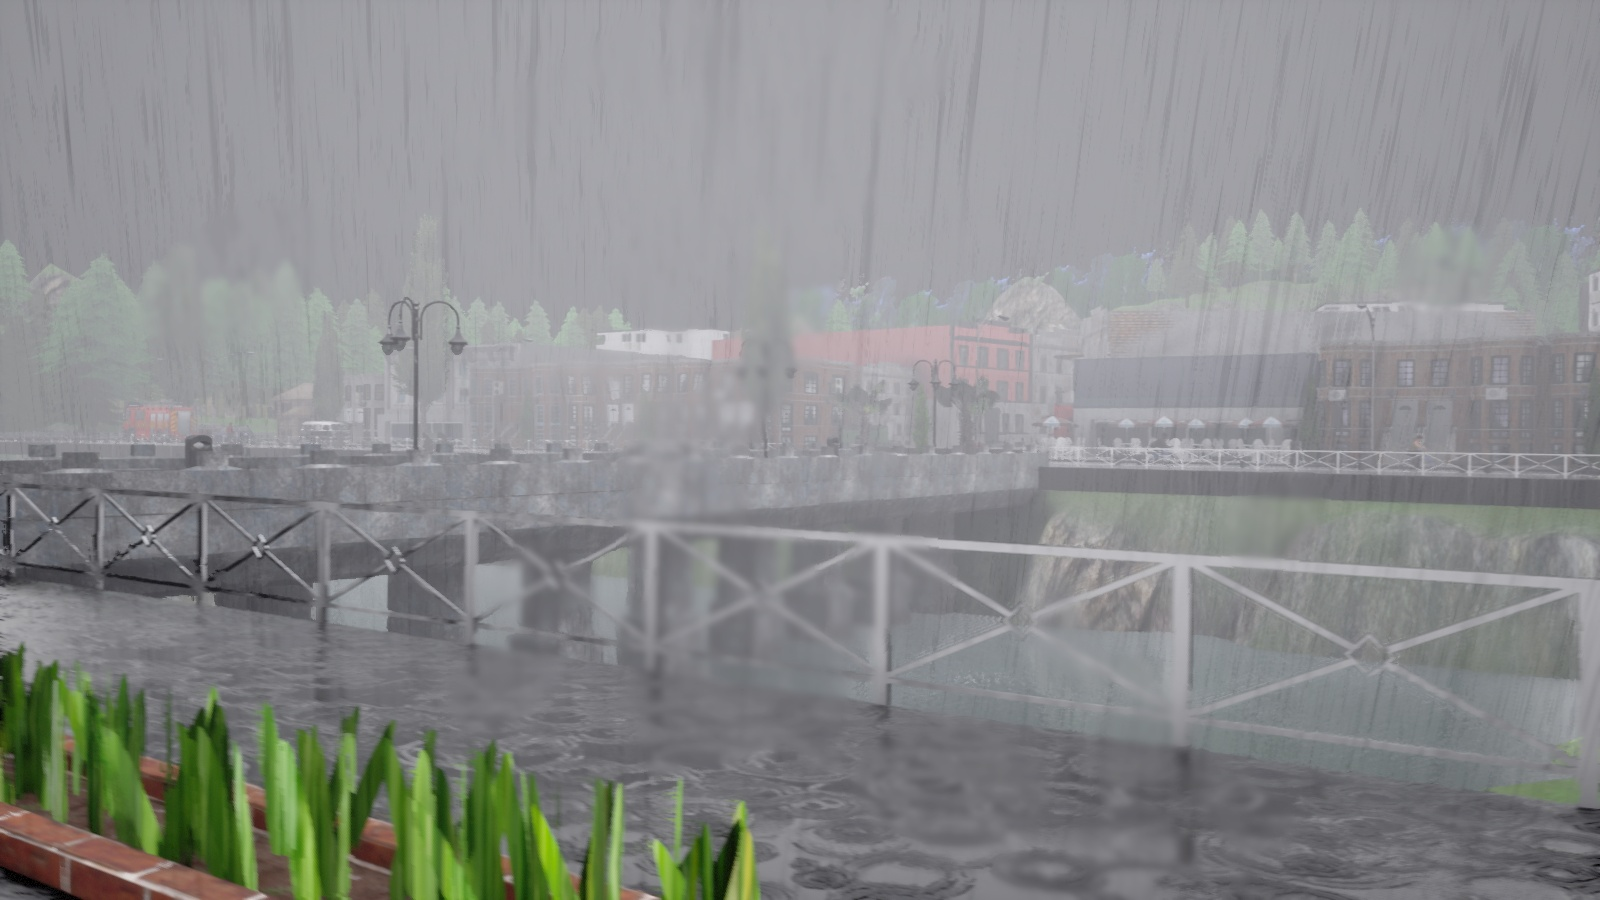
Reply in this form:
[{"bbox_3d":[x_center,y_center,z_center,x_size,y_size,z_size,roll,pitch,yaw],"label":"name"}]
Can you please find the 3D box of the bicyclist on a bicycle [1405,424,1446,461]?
[{"bbox_3d":[27.490,-0.335,55.215,1.509,1.612,0.866,0,1,34],"label":"bicyclist on a bicycle"}]
